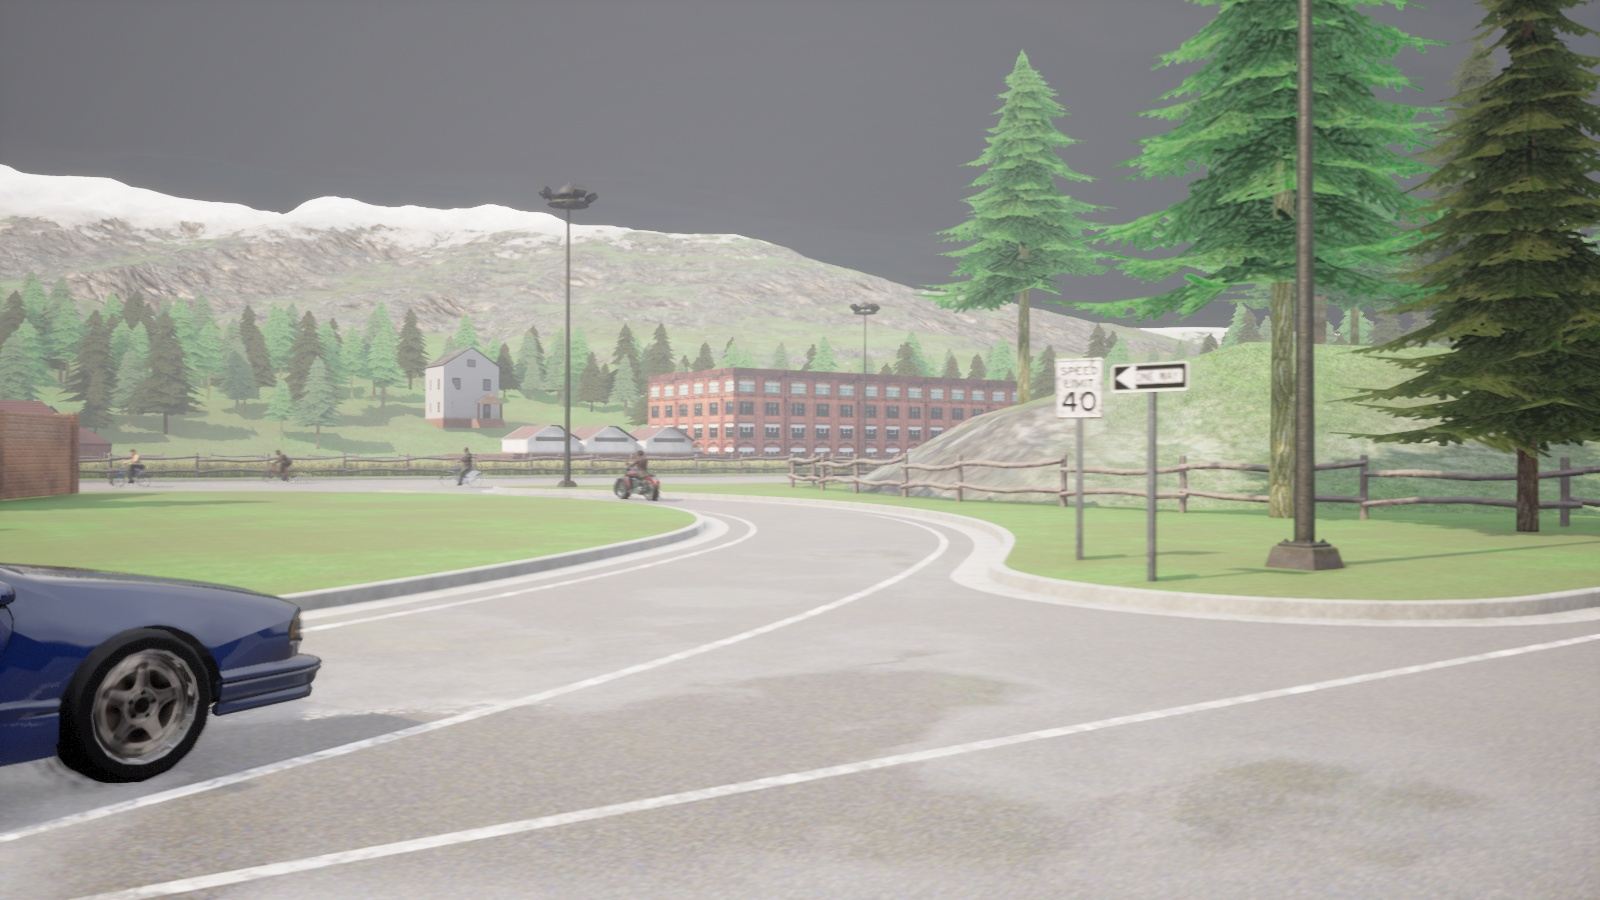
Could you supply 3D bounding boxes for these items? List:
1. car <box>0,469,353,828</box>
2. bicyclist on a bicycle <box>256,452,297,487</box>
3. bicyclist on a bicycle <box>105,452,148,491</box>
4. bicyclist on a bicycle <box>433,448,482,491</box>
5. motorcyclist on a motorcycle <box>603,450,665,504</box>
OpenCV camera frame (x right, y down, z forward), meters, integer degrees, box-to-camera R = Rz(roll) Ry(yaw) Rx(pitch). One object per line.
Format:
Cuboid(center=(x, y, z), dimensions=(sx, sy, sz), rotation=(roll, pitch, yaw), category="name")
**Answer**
Cuboid(center=(-4.591, 0.812, 4.757), dimensions=(2.033, 1.411, 5.357), rotation=(0, 0, 32), category="car")
Cuboid(center=(-24.469, 0.911, 58.682), dimensions=(1.656, 1.620, 0.582), rotation=(0, 0, -35), category="bicyclist on a bicycle")
Cuboid(center=(-27.914, 0.877, 52.036), dimensions=(1.509, 1.612, 0.866), rotation=(0, 0, -34), category="bicyclist on a bicycle")
Cuboid(center=(-14.412, 0.799, 52.874), dimensions=(1.843, 1.776, 0.659), rotation=(0, 0, -35), category="bicyclist on a bicycle")
Cuboid(center=(-5.276, 0.827, 39.689), dimensions=(0.766, 1.649, 2.350), rotation=(-1, 0, -40), category="motorcyclist on a motorcycle")
